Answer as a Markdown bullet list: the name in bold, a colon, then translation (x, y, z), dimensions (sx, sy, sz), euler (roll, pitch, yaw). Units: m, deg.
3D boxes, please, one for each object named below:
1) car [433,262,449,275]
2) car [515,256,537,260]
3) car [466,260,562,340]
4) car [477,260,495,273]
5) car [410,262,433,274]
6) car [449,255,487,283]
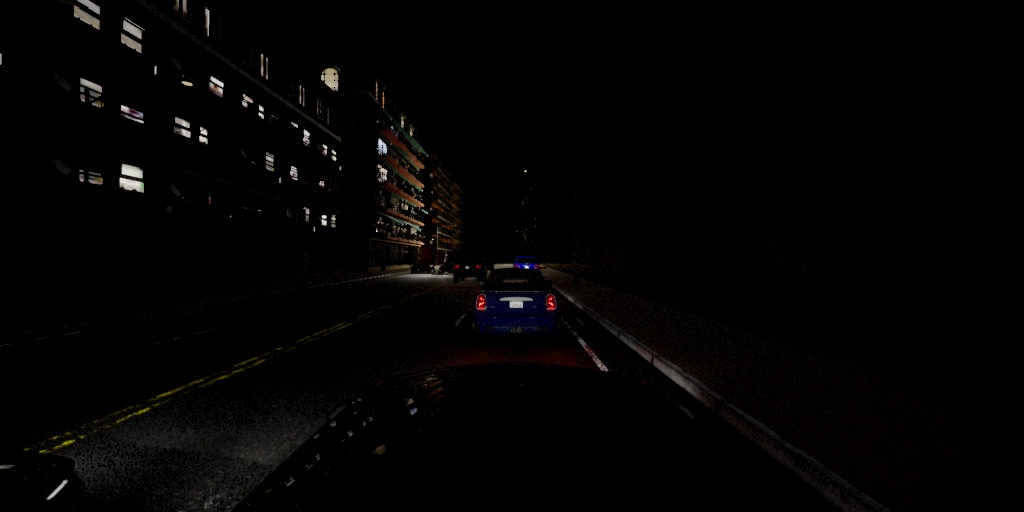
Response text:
- **car**: translation (-6.600, 1.301, 38.465), dimensions (2.033, 1.411, 5.357), euler (0, 0, 0)
- **car**: translation (1.140, 0.979, 30.076), dimensions (2.150, 2.045, 5.566), euler (0, 0, 0)
- **car**: translation (0.099, 1.103, 10.122), dimensions (2.097, 1.767, 4.553), euler (0, 0, 0)
- **car**: translation (-3.147, 1.256, 44.534), dimensions (1.837, 1.490, 4.892), euler (0, -1, 0)
- **car**: translation (-9.848, 1.317, 39.802), dimensions (1.994, 1.385, 4.181), euler (0, 0, 0)
- **car**: translation (-3.148, 0.966, 27.882), dimensions (2.150, 2.045, 5.566), euler (0, -1, 0)
